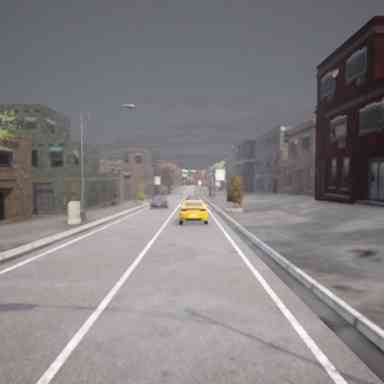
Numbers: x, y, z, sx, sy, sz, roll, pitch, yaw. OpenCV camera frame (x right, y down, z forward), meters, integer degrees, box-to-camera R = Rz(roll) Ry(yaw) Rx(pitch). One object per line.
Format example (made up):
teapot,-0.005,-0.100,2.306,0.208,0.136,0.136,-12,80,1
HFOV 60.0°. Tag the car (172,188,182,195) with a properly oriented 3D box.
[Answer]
car,-3.469,0.023,79.236,2.150,2.045,5.566,0,1,0

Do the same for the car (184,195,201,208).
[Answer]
car,0.075,1.148,41.127,2.033,1.411,5.357,0,1,0

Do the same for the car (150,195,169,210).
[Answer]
car,-3.590,1.151,37.669,1.837,1.490,4.892,0,1,0

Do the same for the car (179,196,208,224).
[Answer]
car,0.093,1.309,23.524,1.882,1.535,5.008,0,1,0
